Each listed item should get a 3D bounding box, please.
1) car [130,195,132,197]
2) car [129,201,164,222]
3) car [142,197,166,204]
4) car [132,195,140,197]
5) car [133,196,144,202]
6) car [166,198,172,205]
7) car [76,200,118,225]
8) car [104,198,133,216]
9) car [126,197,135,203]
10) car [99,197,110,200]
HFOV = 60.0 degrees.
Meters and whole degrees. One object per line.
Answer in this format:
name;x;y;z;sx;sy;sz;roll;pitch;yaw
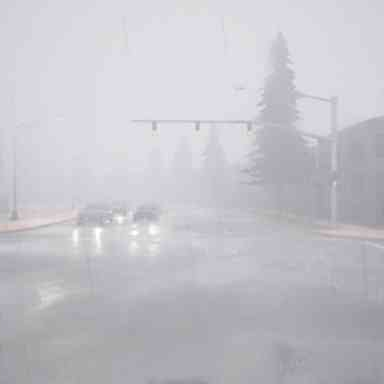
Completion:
car;-12.138;1.370;68.360;4.553;1.767;2.097;0;0;42
car;-3.616;1.668;27.229;1.895;1.301;4.718;0;0;-2
car;-4.178;1.568;36.397;1.882;1.535;5.008;0;0;-7
car;-8.310;1.620;58.413;1.882;1.535;5.008;0;0;-35
car;-6.431;1.661;46.538;2.033;1.411;5.357;0;0;-20
car;-5.668;1.753;60.742;1.895;1.301;4.718;0;0;-35
car;-7.073;1.561;24.643;1.837;1.490;4.892;0;0;-1
car;-7.445;1.643;33.474;1.994;1.385;4.181;0;0;-3
car;-9.114;1.704;43.494;1.895;1.301;4.718;0;0;-18
car;-13.731;1.616;53.597;2.128;1.511;4.902;0;0;-32
